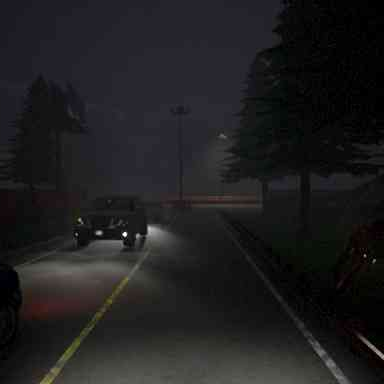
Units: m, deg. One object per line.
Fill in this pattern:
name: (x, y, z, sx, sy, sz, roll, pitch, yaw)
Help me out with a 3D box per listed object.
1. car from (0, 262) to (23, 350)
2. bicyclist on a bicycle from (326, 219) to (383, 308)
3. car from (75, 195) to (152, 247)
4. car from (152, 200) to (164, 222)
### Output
car: (-3.565, 1.511, 3.444, 1.812, 1.442, 4.674, 0, 0, 1)
bicyclist on a bicycle: (2.733, 1.187, 5.604, 0.582, 1.620, 1.656, 32, 6, 21)
car: (-3.397, 1.162, 15.112, 2.150, 2.045, 5.566, 0, 0, 1)
car: (-3.189, 1.391, 24.937, 2.128, 1.511, 4.902, 0, 0, 1)
